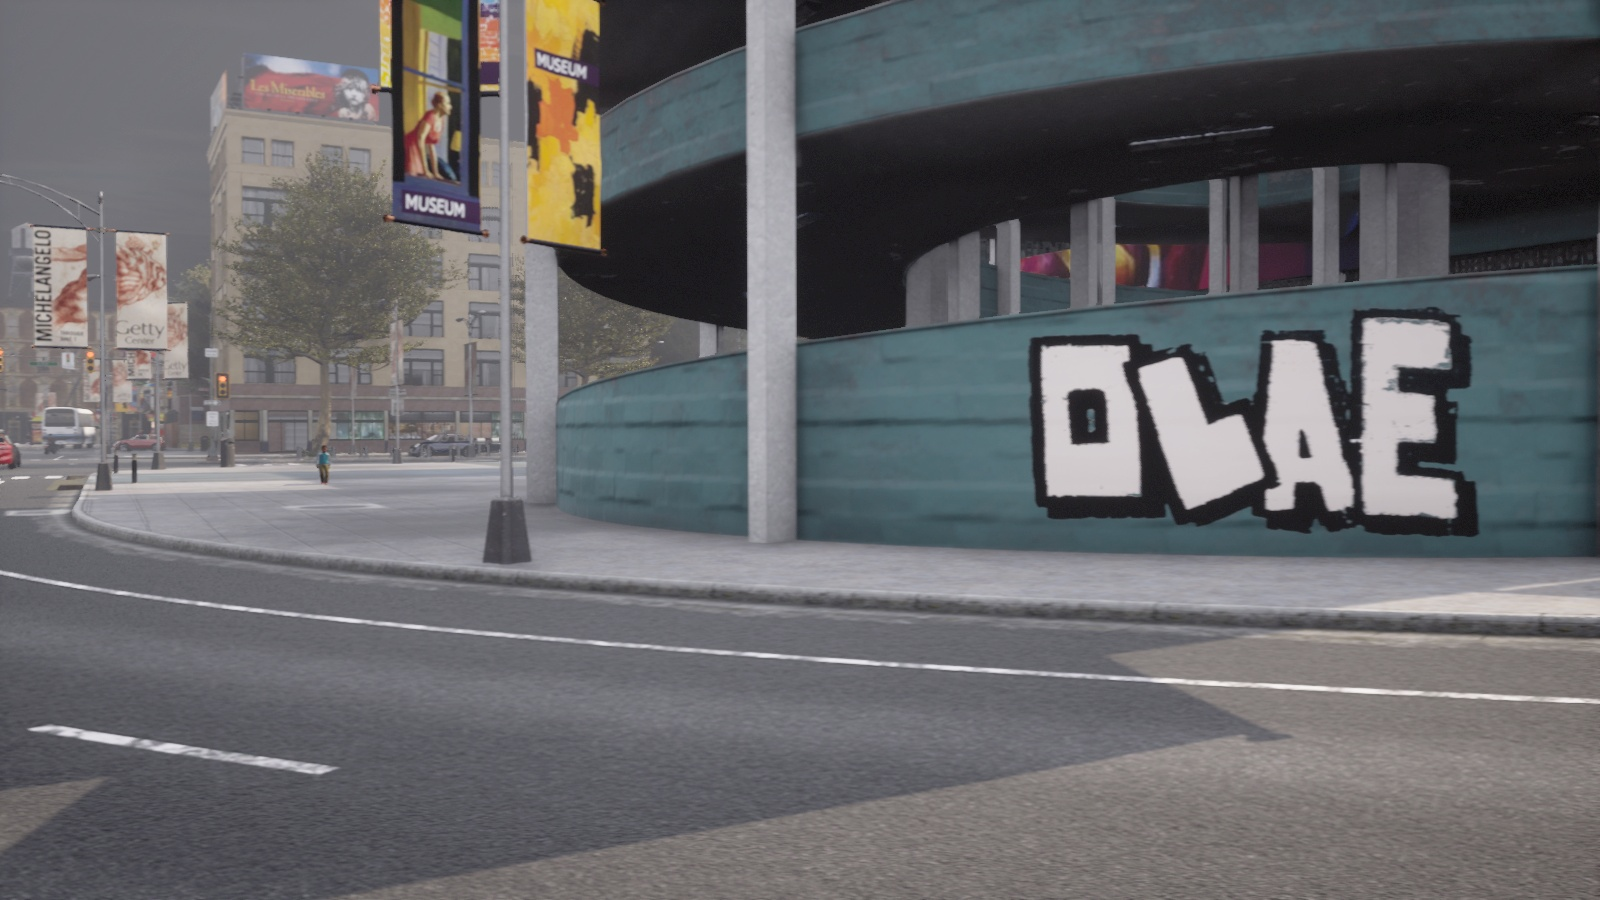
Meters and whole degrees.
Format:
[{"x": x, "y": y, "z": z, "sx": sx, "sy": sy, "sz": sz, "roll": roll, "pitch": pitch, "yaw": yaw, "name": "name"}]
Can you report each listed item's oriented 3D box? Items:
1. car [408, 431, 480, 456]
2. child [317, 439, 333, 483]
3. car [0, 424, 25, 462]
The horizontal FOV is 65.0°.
[{"x": -21.301, "y": -0.417, "z": 75.220, "sx": 3.806, "sy": 1.475, "sz": 1.970, "roll": 0, "pitch": 1, "yaw": -29, "name": "car"}, {"x": -13.023, "y": 0.297, "z": 34.398, "sx": 0.343, "sy": 1.192, "sz": 0.448, "roll": 0, "pitch": 1, "yaw": -30, "name": "child"}, {"x": -36.791, "y": -0.334, "z": 57.246, "sx": 2.242, "sy": 1.667, "sz": 4.611, "roll": 0, "pitch": 1, "yaw": -28, "name": "car"}]
